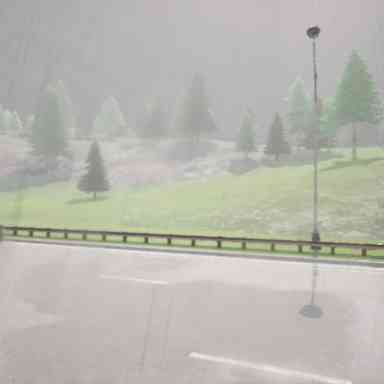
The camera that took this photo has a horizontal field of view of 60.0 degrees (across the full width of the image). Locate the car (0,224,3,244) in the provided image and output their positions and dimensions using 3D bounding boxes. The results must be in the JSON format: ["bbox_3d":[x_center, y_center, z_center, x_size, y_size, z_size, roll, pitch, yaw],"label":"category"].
[{"bbox_3d":[-10.554,1.685,14.427,5.008,1.535,1.882,0,-1,21],"label":"car"}]
